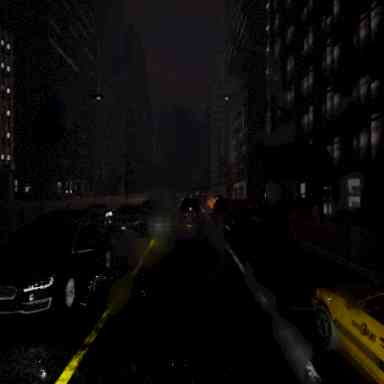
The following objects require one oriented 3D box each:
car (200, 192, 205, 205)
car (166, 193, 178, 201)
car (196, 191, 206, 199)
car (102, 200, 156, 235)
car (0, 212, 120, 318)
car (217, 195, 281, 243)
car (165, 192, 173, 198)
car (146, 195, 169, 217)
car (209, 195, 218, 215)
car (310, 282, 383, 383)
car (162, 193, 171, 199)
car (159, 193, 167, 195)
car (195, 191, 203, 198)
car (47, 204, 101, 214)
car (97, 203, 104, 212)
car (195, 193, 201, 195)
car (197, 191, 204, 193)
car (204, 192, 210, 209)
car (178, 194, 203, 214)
[{"bbox_3d":[2.295,1.172,49.039,1.887,1.381,4.507,0,0,0],"label":"car"},{"bbox_3d":[-3.558,1.070,67.235,2.033,1.411,5.357,0,1,0],"label":"car"},{"bbox_3d":[2.059,0.722,77.243,2.192,1.841,5.009,0,0,0],"label":"car"},{"bbox_3d":[-3.230,1.399,17.931,1.812,1.442,4.674,0,0,0],"label":"car"},{"bbox_3d":[-3.152,1.454,7.612,1.837,1.490,4.892,0,0,-1],"label":"car"},{"bbox_3d":[2.583,1.199,15.191,2.192,1.841,5.009,0,0,0],"label":"car"},{"bbox_3d":[-6.466,0.837,94.074,2.008,1.369,4.403,0,0,0],"label":"car"},{"bbox_3d":[-3.278,1.300,28.341,1.837,1.490,4.892,0,0,0],"label":"car"},{"bbox_3d":[2.900,1.272,30.500,1.837,1.490,4.892,0,0,0],"label":"car"},{"bbox_3d":[2.645,1.497,3.244,1.752,1.417,4.829,0,0,0],"label":"car"},{"bbox_3d":[-6.370,0.927,82.789,2.008,1.369,4.403,0,0,0],"label":"car"},{"bbox_3d":[-6.274,0.907,71.504,1.967,1.590,4.097,0,0,0],"label":"car"},{"bbox_3d":[1.917,0.586,94.166,2.192,1.841,5.009,0,0,0],"label":"car"},{"bbox_3d":[-5.798,1.465,15.080,1.947,1.339,4.313,0,0,0],"label":"car"},{"bbox_3d":[-5.846,1.408,20.722,2.008,1.369,4.403,0,0,0],"label":"car"},{"bbox_3d":[-0.250,1.222,43.519,2.033,1.411,5.357,0,0,-1],"label":"car"},{"bbox_3d":[2.249,1.024,54.680,1.967,1.590,4.097,0,0,0],"label":"car"},{"bbox_3d":[2.809,1.068,37.469,2.097,1.767,4.553,0,0,0],"label":"car"},{"bbox_3d":[-0.162,1.263,32.483,1.837,1.490,4.892,0,0,0],"label":"car"}]
